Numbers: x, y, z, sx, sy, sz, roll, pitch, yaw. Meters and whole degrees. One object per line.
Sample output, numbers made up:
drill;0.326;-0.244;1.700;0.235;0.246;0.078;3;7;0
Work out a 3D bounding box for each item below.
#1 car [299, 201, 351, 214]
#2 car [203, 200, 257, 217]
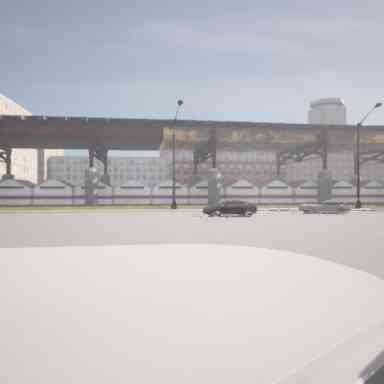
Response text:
car;13.313;1.538;33.594;4.718;1.301;1.895;0;0;1
car;3.392;1.464;29.809;4.892;1.490;1.837;0;-2;-9
